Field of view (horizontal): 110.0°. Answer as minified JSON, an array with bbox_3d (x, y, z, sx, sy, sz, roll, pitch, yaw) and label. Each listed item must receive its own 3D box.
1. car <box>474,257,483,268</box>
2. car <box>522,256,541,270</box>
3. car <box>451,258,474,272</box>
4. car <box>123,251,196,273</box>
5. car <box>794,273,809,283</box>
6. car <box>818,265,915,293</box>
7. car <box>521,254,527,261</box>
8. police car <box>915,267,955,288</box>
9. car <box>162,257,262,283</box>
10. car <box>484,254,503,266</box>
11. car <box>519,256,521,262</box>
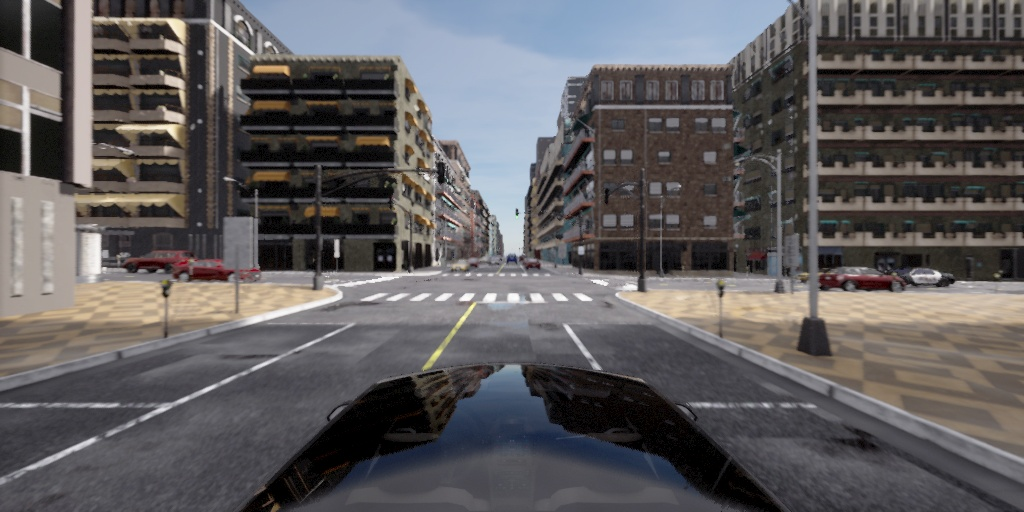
[{"bbox_3d":[-5.697,0.975,51.311,1.888,1.381,4.507,0,0,0],"label":"car"},{"bbox_3d":[2.685,1.010,45.775,1.888,1.381,4.507,0,0,0],"label":"car"},{"bbox_3d":[-5.695,1.026,40.095,1.751,1.417,4.829,0,0,0],"label":"car"},{"bbox_3d":[-28.650,0.502,29.411,5.009,1.841,2.192,0,0,0],"label":"car"},{"bbox_3d":[26.242,1.568,29.807,4.829,1.417,1.751,0,0,0],"label":"car"},{"bbox_3d":[20.832,1.370,21.450,4.097,1.591,1.967,0,0,0],"label":"car"},{"bbox_3d":[2.684,0.870,51.299,1.967,1.591,4.097,0,0,0],"label":"car"},{"bbox_3d":[30.131,1.598,27.181,4.974,1.542,2.038,1,0,0],"label":"police car"},{"bbox_3d":[-17.265,0.883,21.119,4.507,1.381,1.888,0,0,0],"label":"car"},{"bbox_3d":[-3.034,0.866,60.345,2.128,1.511,4.902,0,0,0],"label":"car"},{"bbox_3d":[2.682,0.942,62.345,1.802,1.307,4.207,0,0,0],"label":"car"}]
